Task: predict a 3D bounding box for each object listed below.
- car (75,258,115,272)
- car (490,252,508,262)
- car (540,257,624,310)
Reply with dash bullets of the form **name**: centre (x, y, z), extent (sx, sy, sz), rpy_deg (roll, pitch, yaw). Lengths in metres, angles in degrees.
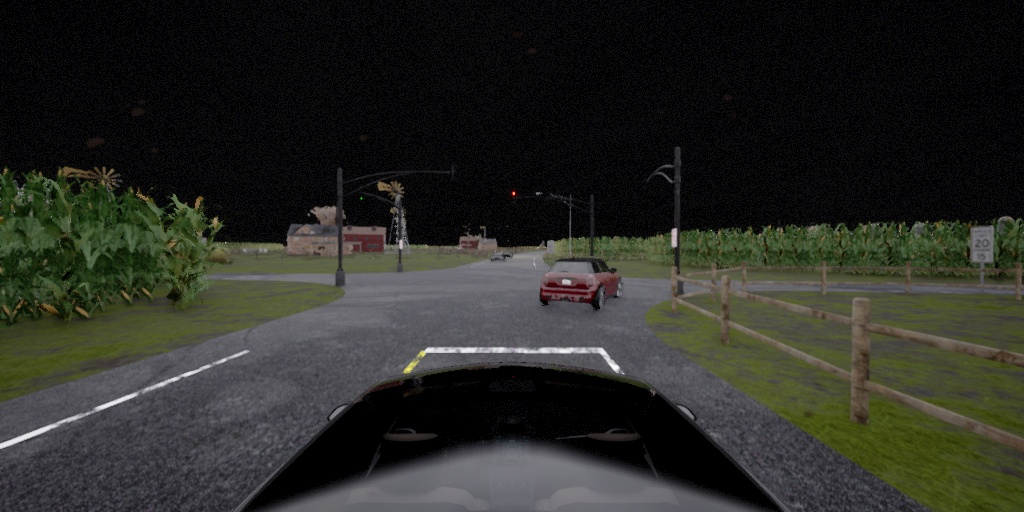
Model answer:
- **car**: centre (-32.224, 0.649, 26.748), extent (4.902, 1.511, 2.128), rpy_deg (0, 1, 10)
- **car**: centre (-2.059, 0.195, 53.396), extent (1.994, 1.385, 4.181), rpy_deg (0, 1, 4)
- **car**: centre (2.789, 0.844, 13.663), extent (2.097, 1.767, 4.553), rpy_deg (1, 1, 28)
